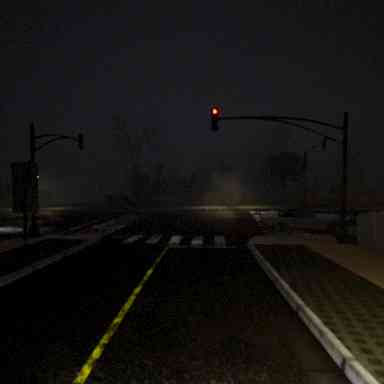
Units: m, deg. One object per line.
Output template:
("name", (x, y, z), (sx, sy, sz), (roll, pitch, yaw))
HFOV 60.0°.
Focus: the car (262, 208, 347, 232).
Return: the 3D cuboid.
("car", (6.742, 1.668, 20.229), (4.718, 1.301, 1.895), (-1, 3, 6))
